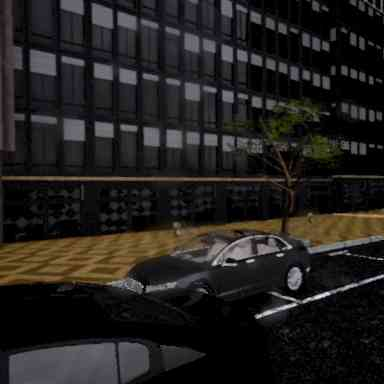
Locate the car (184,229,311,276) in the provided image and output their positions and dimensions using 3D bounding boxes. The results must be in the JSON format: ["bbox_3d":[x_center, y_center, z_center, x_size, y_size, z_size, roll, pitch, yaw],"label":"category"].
[{"bbox_3d":[0.718,1.516,7.078,4.403,1.369,2.008,-1,0,-35],"label":"car"}]

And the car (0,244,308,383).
[{"bbox_3d":[-1.644,1.480,2.081,5.008,1.535,1.882,0,0,-35],"label":"car"}]
